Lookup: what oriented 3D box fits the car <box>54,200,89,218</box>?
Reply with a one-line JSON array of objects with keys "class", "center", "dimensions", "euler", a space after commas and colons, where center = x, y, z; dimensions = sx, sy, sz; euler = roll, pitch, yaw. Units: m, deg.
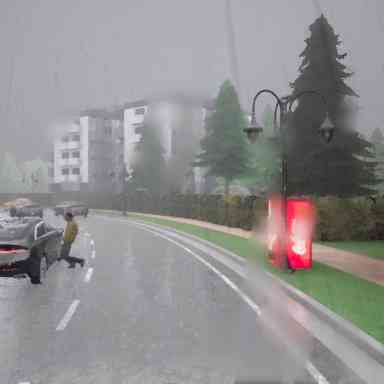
[{"class": "car", "center": [-10.769, 1.490, 29.461], "dimensions": [2.128, 1.511, 4.902], "euler": [0, 0, -38]}]

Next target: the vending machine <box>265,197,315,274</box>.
[{"class": "vending machine", "center": [2.828, 1.195, 9.669], "dimensions": [1.100, 2.100, 0.880], "euler": [0, 0, -12]}]

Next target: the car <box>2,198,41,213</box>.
[{"class": "car", "center": [-19.715, 1.477, 38.340], "dimensions": [5.008, 1.535, 1.882], "euler": [0, 0, 36]}]

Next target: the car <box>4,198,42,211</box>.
[{"class": "car", "center": [-14.032, 1.491, 27.991], "dimensions": [2.128, 1.511, 4.902], "euler": [0, 0, -39]}]

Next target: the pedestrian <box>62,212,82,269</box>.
[{"class": "pedestrian", "center": [-3.491, 1.294, 9.661], "dimensions": [0.375, 1.860, 0.375], "euler": [0, 0, -13]}]

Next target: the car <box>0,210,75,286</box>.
[{"class": "car", "center": [-4.779, 1.491, 9.207], "dimensions": [2.128, 1.511, 4.902], "euler": [0, 0, -12]}]
